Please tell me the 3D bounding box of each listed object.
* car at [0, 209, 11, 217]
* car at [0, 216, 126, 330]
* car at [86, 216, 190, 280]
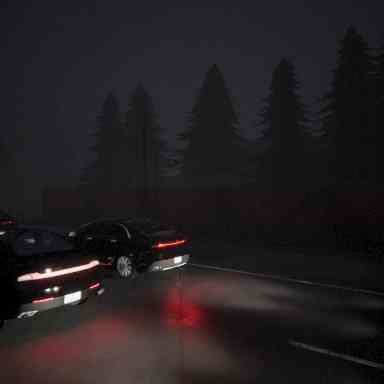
[{"bbox_3d":[-9.971,1.505,15.473,4.892,1.490,1.837,0,0,36],"label":"car"},{"bbox_3d":[-3.899,1.492,6.799,4.902,1.511,2.128,0,0,36],"label":"car"},{"bbox_3d":[-2.331,1.505,9.984,4.892,1.490,1.837,0,0,36],"label":"car"}]
